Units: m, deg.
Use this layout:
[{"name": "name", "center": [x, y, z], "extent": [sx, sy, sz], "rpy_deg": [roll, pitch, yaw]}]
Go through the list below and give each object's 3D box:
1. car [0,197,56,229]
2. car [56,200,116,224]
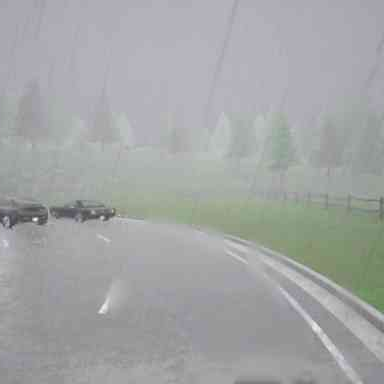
[{"name": "car", "center": [-9.655, 1.063, 17.982], "extent": [4.892, 1.490, 1.837], "rpy_deg": [1, 0, 39]}, {"name": "car", "center": [-6.769, 1.108, 20.189], "extent": [4.718, 1.301, 1.895], "rpy_deg": [1, 2, 40]}]
